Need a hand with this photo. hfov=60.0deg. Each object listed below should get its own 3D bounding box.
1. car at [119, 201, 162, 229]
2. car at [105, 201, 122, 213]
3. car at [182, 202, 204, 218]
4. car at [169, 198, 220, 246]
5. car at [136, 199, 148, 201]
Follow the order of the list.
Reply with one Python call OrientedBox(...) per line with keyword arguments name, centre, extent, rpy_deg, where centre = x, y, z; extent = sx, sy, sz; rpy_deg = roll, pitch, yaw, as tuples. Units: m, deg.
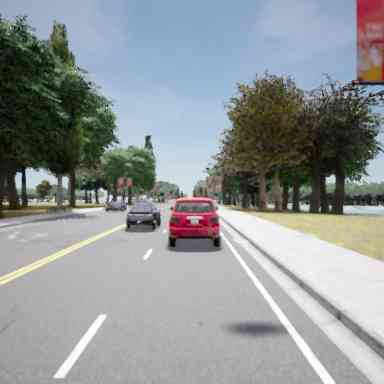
OrientedBox(name="car", centre=(-3.143, 1.601, 22.263), extent=(2.128, 1.511, 4.902), rpy_deg=(0, 0, 0))
OrientedBox(name="car", centre=(-9.820, 1.914, 43.108), extent=(1.994, 1.385, 4.181), rpy_deg=(0, -1, 0))
OrientedBox(name="car", centre=(0.110, 1.778, 34.033), extent=(2.033, 1.411, 5.357), rpy_deg=(0, -1, 0))
OrientedBox(name="car", centre=(0.105, 1.283, 15.739), extent=(2.150, 2.045, 5.566), rpy_deg=(0, 0, 0))
OrientedBox(name="car", centre=(-6.569, 1.703, 43.196), extent=(2.097, 1.767, 4.553), rpy_deg=(0, -1, 0))
